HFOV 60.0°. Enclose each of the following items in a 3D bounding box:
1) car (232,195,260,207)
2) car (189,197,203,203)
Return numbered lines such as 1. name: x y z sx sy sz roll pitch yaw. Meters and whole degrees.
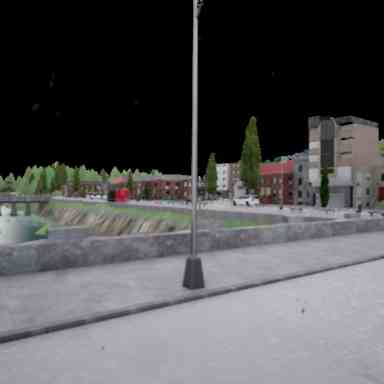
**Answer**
1. car: 9.590 1.614 59.662 2.150 2.045 5.566 1 0 -35
2. car: 0.490 1.756 72.435 2.128 1.511 4.902 1 0 -35
